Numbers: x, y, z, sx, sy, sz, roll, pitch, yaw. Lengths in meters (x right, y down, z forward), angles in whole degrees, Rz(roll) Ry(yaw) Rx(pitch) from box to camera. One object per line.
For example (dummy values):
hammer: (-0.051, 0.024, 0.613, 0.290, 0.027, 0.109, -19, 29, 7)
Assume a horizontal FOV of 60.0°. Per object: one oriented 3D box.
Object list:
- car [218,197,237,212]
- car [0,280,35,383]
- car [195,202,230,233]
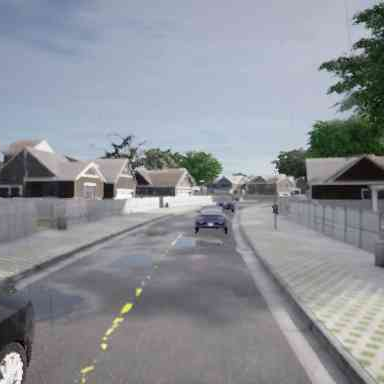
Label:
car: (4.095, 1.386, 39.066, 2.097, 1.767, 4.553, 0, 0, 11)
car: (-2.760, 1.499, 1.951, 1.837, 1.490, 4.892, 0, 0, 1)
car: (1.211, 1.535, 19.835, 1.812, 1.442, 4.674, 0, 0, 6)
